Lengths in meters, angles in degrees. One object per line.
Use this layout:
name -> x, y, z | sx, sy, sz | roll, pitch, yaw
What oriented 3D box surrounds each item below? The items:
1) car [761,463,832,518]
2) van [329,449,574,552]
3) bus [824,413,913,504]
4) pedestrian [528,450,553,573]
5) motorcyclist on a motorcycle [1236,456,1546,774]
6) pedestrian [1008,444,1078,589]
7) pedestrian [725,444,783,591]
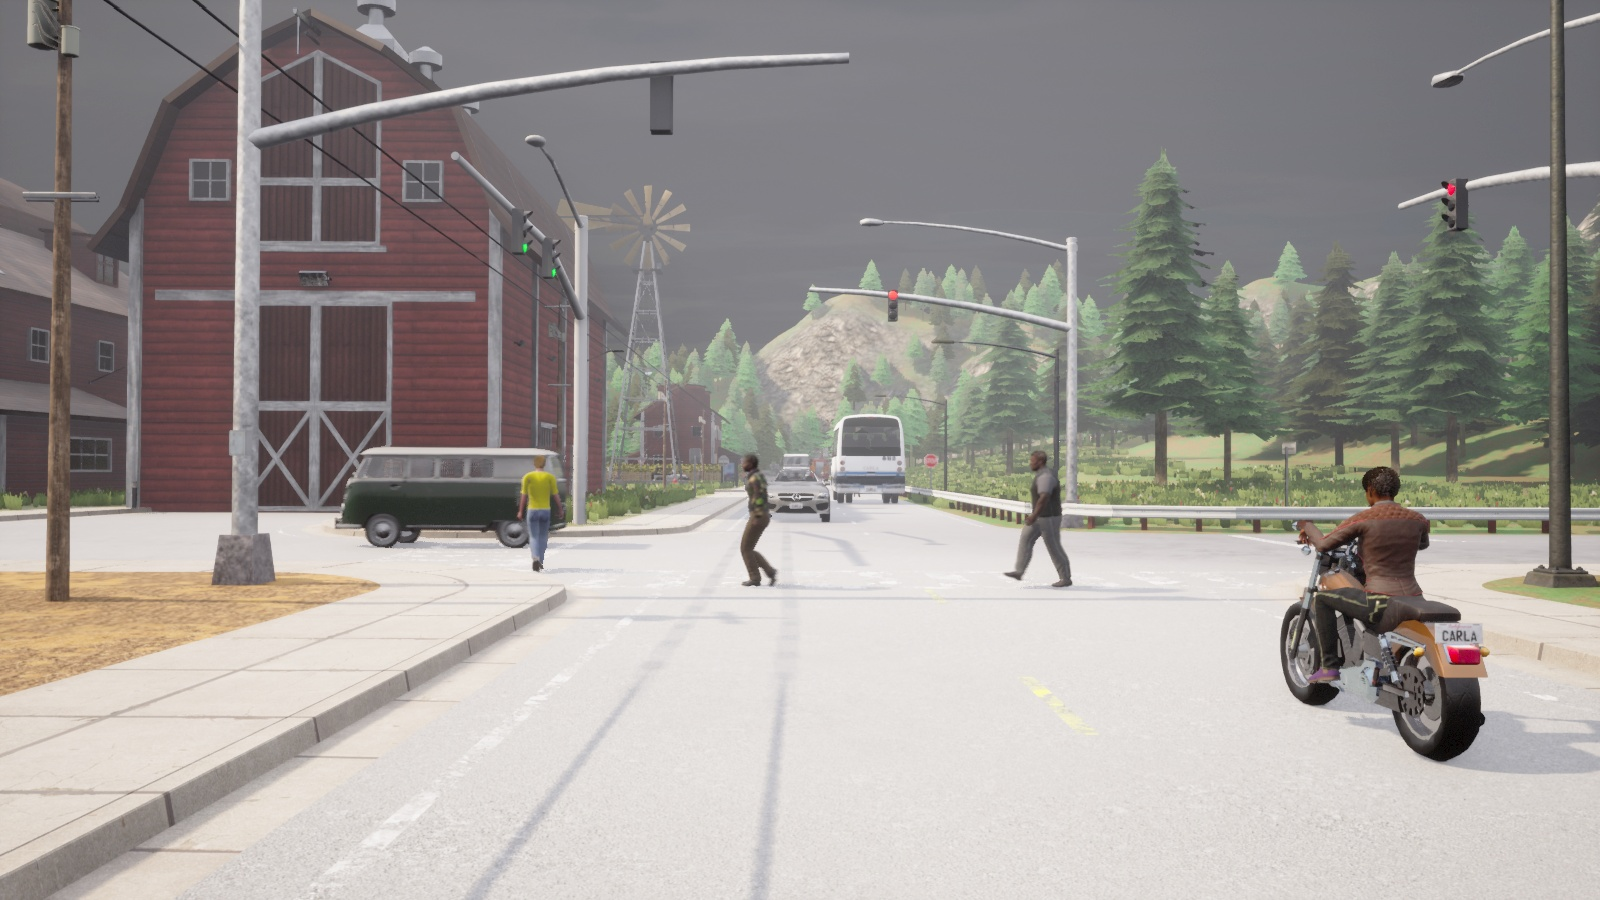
car -> -0.109, 1.268, 40.278 | 2.152, 1.651, 5.027 | 0, -1, 0
van -> -6.911, 0.990, 25.214 | 4.442, 1.987, 1.775 | 0, -1, -1
bus -> 3.322, 0.501, 64.238 | 3.944, 4.253, 10.273 | 0, -1, 0
pedestrian -> -3.948, 0.920, 19.087 | 0.354, 1.836, 0.706 | 0, -1, -13
motorcyclist on a motorcycle -> 3.478, 0.880, 7.705 | 0.766, 1.649, 2.350 | 0, -1, 0
pedestrian -> 3.207, 0.871, 16.620 | 0.849, 1.883, 0.563 | 0, -1, 5
pedestrian -> -0.603, 0.888, 16.668 | 0.692, 1.930, 0.395 | 0, -1, 11
